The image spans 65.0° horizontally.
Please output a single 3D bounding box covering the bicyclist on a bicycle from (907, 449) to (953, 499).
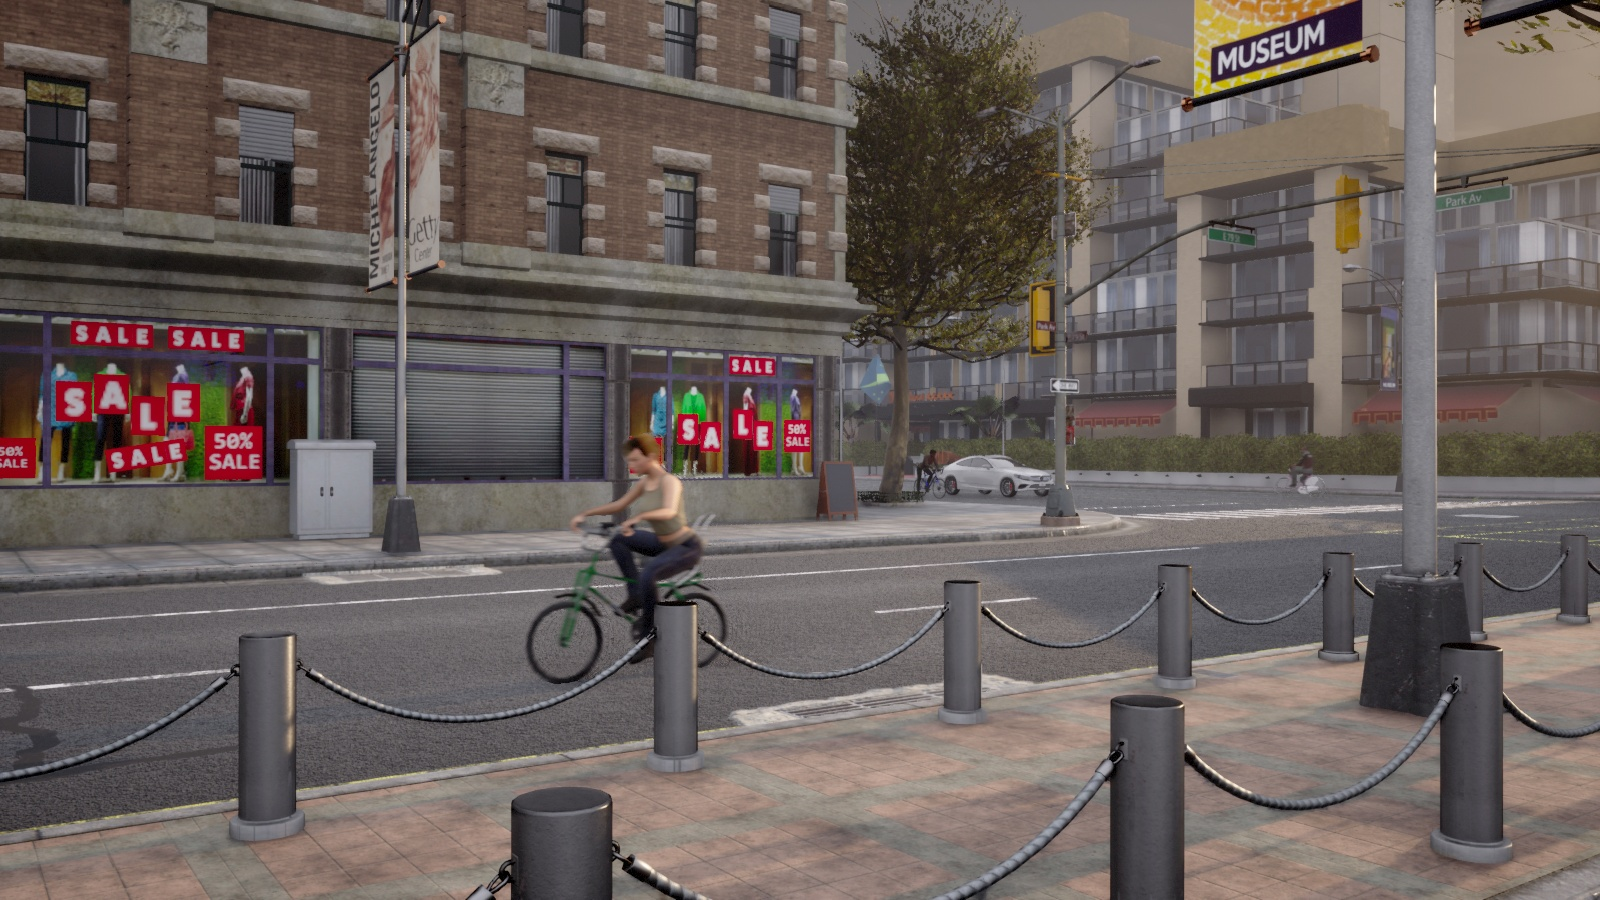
[{"bbox_3d":[4.320,0.791,41.780,0.582,1.620,1.656,0,0,-35],"label":"bicyclist on a bicycle"}]

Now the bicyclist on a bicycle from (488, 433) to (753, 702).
[{"bbox_3d":[-1.180,0.704,8.316,1.509,1.612,0.866,0,0,-35],"label":"bicyclist on a bicycle"}]

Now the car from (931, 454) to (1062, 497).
[{"bbox_3d":[6.844,0.864,44.275,1.812,1.442,4.674,0,0,-35],"label":"car"}]

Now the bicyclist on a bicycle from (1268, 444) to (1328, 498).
[{"bbox_3d":[16.770,0.683,42.330,0.659,1.776,1.843,0,0,-35],"label":"bicyclist on a bicycle"}]
